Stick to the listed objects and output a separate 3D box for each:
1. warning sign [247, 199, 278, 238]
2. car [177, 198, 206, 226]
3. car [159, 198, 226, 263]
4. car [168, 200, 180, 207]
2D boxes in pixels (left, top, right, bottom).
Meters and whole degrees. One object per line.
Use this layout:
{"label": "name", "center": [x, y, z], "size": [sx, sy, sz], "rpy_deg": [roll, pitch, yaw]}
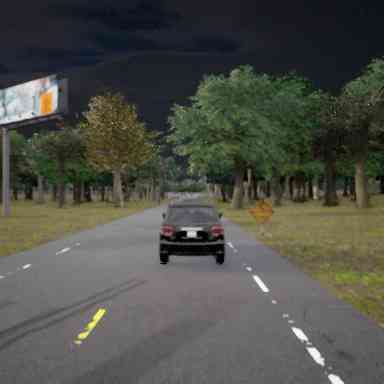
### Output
{"label": "warning sign", "center": [3.530, 1.296, 16.798], "size": [1.300, 1.860, 1.060], "rpy_deg": [-1, -2, 0]}
{"label": "car", "center": [0.010, 1.519, 27.617], "size": [2.150, 2.045, 5.566], "rpy_deg": [0, 0, 0]}
{"label": "car", "center": [0.011, 1.361, 12.601], "size": [2.150, 2.045, 5.566], "rpy_deg": [0, 0, 0]}
{"label": "car", "center": [-3.523, 2.220, 65.404], "size": [1.994, 1.385, 4.181], "rpy_deg": [0, -1, 0]}
